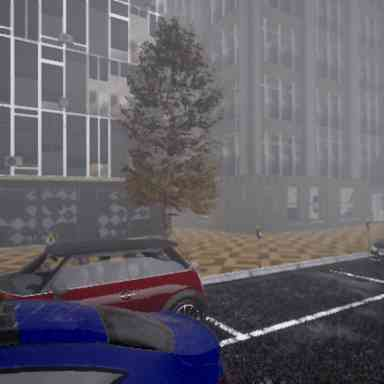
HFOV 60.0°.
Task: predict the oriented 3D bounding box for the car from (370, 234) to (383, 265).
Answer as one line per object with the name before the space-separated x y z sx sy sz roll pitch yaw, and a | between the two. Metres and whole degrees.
car | 7.770 1.736 11.176 4.403 1.369 2.008 1 -1 -32

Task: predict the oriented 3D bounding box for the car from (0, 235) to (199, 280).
car | -1.820 1.508 5.076 4.097 1.590 1.967 1 -1 -32

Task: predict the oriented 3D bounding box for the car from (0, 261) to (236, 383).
car | -1.806 1.550 2.006 4.674 1.442 1.812 1 -1 -32
